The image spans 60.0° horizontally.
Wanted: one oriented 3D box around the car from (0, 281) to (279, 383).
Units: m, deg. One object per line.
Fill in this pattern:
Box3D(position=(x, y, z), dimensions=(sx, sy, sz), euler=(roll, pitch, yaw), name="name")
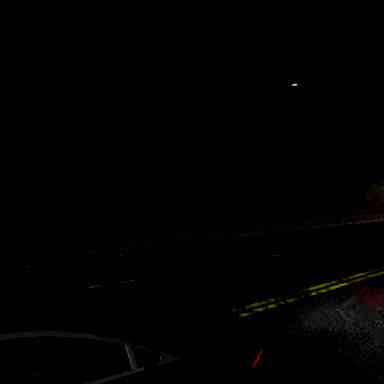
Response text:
Box3D(position=(-1.397, 1.492, 2.466), dimensions=(4.902, 1.511, 2.128), euler=(0, 0, -36), name="car")
